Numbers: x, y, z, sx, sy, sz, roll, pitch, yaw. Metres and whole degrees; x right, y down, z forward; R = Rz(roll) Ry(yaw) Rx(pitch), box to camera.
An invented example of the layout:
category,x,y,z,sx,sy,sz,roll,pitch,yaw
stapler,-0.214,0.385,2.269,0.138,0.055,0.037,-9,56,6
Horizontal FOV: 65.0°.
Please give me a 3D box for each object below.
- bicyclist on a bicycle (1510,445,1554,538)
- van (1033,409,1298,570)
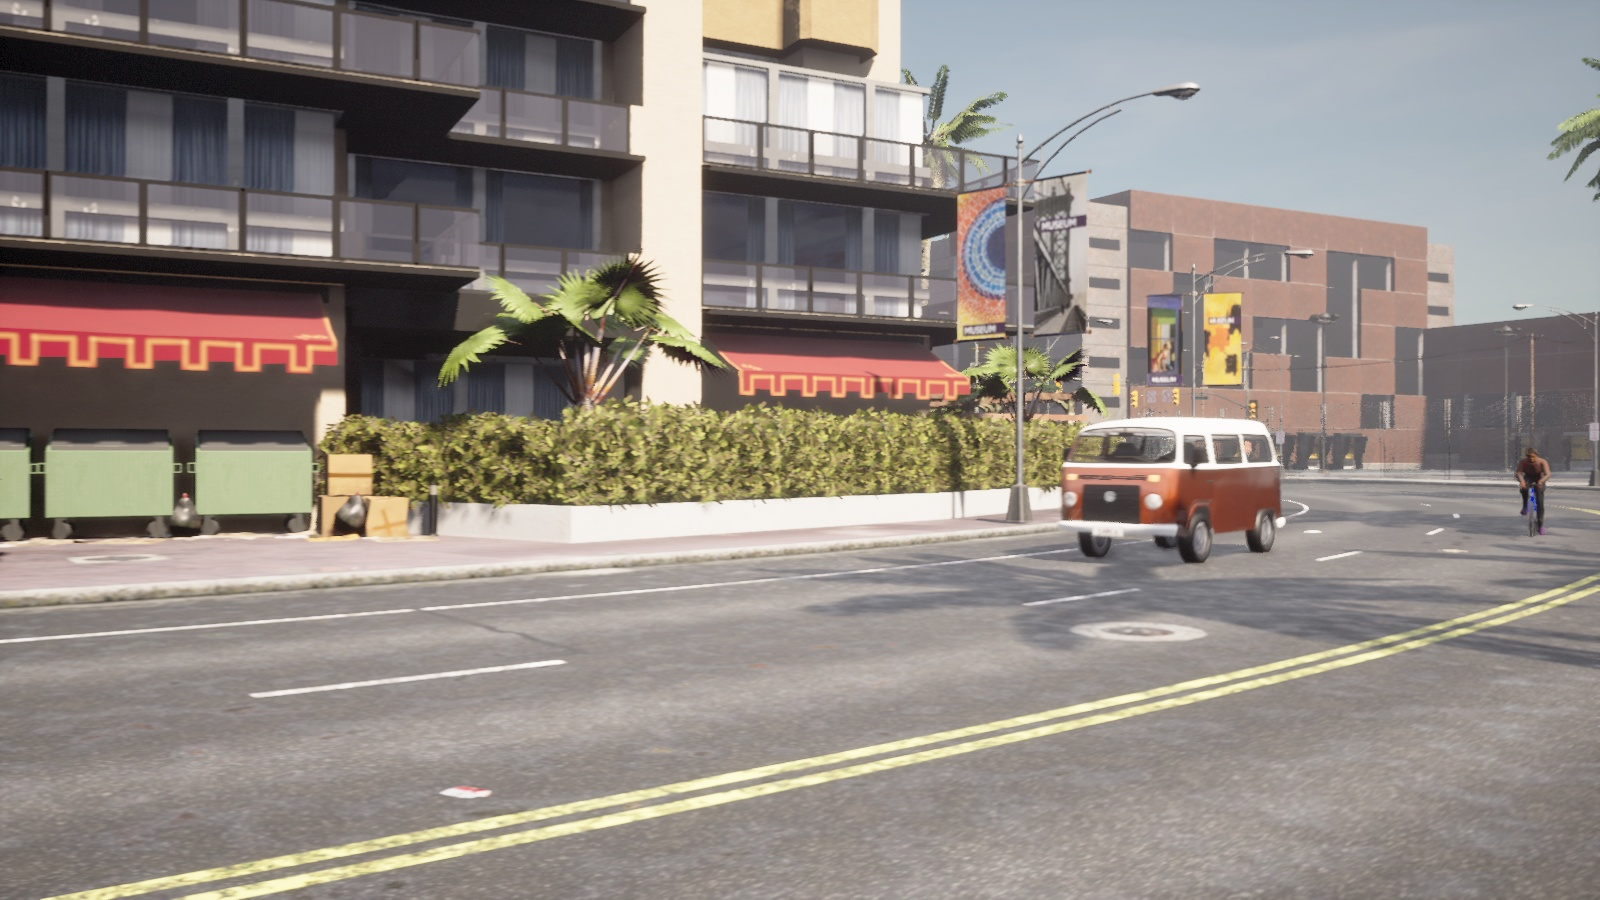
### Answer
category,x,y,z,sx,sy,sz,roll,pitch,yaw
bicyclist on a bicycle,13.297,0.730,22.798,0.582,1.620,1.656,-1,0,34
van,5.450,0.507,18.339,2.069,2.038,4.480,0,0,40
